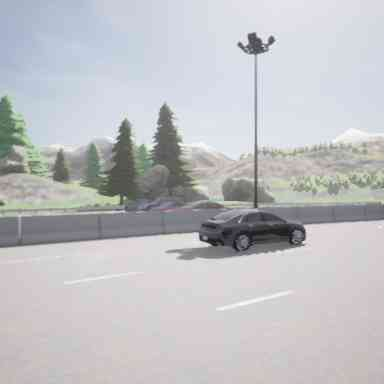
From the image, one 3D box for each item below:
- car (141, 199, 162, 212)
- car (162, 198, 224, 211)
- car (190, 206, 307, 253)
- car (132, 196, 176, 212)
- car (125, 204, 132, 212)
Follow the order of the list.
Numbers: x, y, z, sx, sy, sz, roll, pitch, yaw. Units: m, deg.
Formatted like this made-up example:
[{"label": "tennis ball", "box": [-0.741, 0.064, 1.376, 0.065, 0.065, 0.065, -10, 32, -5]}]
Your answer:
[{"label": "car", "box": [-1.651, 1.477, 27.554, 4.181, 1.385, 1.994, 0, 0, -30]}, {"label": "car", "box": [0.611, 1.434, 24.816, 5.008, 1.535, 1.882, 0, 0, -30]}, {"label": "car", "box": [2.561, 1.462, 13.554, 4.892, 1.490, 1.837, 0, 0, -31]}, {"label": "car", "box": [-2.813, 1.307, 30.921, 4.553, 1.767, 2.097, 0, 0, -30]}, {"label": "car", "box": [-4.701, 1.462, 33.872, 4.181, 1.385, 1.994, 0, 0, -30]}]
